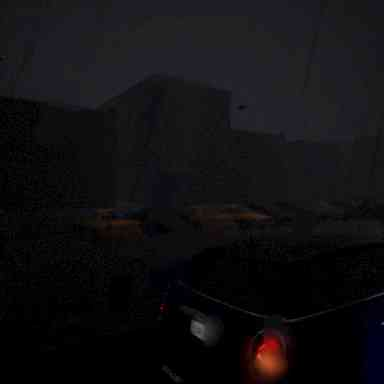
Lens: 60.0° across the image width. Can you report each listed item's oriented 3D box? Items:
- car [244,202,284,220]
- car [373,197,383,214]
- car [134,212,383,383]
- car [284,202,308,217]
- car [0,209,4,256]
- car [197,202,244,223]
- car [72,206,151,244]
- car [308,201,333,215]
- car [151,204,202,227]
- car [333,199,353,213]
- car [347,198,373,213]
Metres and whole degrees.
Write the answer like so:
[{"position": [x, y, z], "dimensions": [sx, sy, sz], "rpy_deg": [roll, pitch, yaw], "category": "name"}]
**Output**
[{"position": [2.698, 1.433, 20.487], "dimensions": [1.946, 1.575, 5.366], "rpy_deg": [0, 0, -36], "category": "car"}, {"position": [13.818, 1.297, 28.636], "dimensions": [2.185, 1.767, 4.553], "rpy_deg": [0, 0, -36], "category": "car"}, {"position": [1.804, 1.339, 4.417], "dimensions": [4.553, 1.767, 2.097], "rpy_deg": [0, 0, -35], "category": "car"}, {"position": [4.849, 1.461, 22.219], "dimensions": [2.163, 1.488, 4.792], "rpy_deg": [0, 0, -36], "category": "car"}, {"position": [-8.596, 1.228, 12.571], "dimensions": [2.435, 2.045, 5.566], "rpy_deg": [0, 0, -36], "category": "car"}, {"position": [0.235, 1.439, 19.180], "dimensions": [1.946, 1.575, 5.366], "rpy_deg": [0, 0, -36], "category": "car"}, {"position": [-4.243, 1.455, 15.962], "dimensions": [1.946, 1.575, 5.366], "rpy_deg": [0, 0, -36], "category": "car"}, {"position": [7.090, 1.456, 23.823], "dimensions": [2.163, 1.488, 4.792], "rpy_deg": [0, 0, -36], "category": "car"}, {"position": [-1.912, 1.479, 17.445], "dimensions": [2.163, 1.488, 4.792], "rpy_deg": [0, 0, -36], "category": "car"}, {"position": [9.288, 1.465, 25.429], "dimensions": [2.002, 1.452, 4.674], "rpy_deg": [0, 0, -36], "category": "car"}, {"position": [11.541, 1.452, 27.081], "dimensions": [2.163, 1.488, 4.792], "rpy_deg": [0, 0, -36], "category": "car"}]
